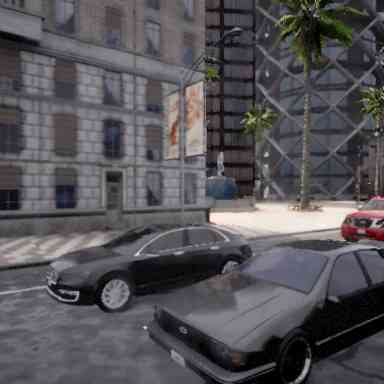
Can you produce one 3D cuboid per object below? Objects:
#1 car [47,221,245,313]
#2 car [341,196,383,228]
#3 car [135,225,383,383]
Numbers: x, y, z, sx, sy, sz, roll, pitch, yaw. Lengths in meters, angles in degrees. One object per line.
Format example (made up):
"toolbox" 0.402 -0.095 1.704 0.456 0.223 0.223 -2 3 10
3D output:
"car" -0.725 1.492 7.752 4.892 1.490 1.837 0 0 -35
"car" 8.830 1.182 14.462 5.566 2.045 2.150 0 0 -35
"car" 2.010 1.535 5.399 5.357 1.411 2.033 0 0 -35
